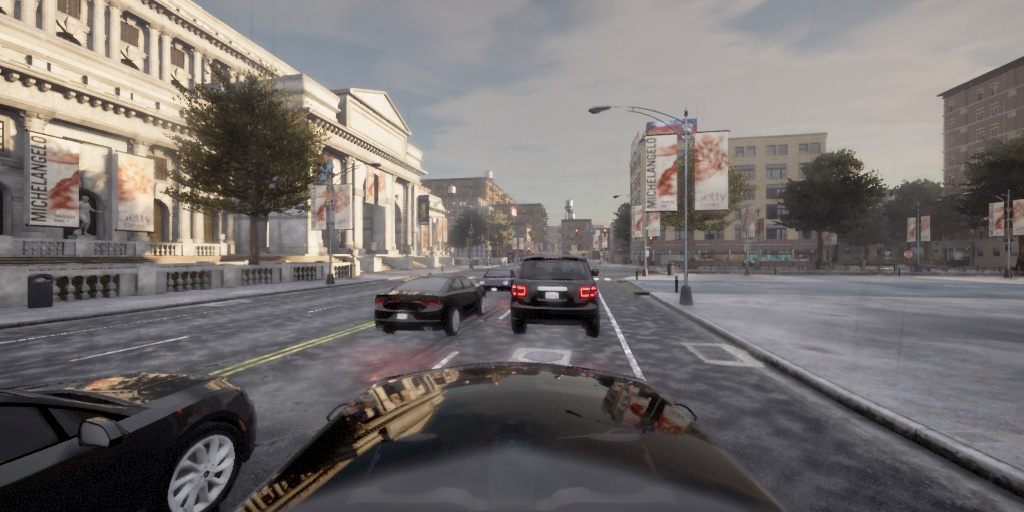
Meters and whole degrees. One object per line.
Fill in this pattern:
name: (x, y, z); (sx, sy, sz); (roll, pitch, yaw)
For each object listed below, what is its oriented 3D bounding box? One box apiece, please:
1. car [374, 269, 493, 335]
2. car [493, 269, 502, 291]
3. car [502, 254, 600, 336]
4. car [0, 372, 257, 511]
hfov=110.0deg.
car: (-2.114, 1.228, 10.629); (1.882, 1.535, 5.008); (0, 0, 9)
car: (-0.458, 1.351, 19.751); (1.895, 1.301, 4.718); (0, 0, 11)
car: (1.374, 0.971, 10.617); (2.150, 2.045, 5.566); (0, 0, 10)
car: (-3.204, 1.255, 1.235); (1.837, 1.490, 4.892); (0, 0, 0)
